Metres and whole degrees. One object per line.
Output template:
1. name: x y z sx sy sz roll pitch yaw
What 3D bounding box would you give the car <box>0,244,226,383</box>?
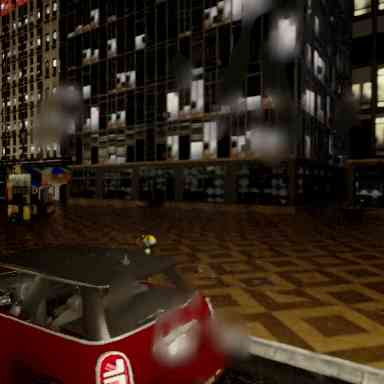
1. car: -1.745 1.380 4.021 4.097 1.590 1.967 0 1 33
